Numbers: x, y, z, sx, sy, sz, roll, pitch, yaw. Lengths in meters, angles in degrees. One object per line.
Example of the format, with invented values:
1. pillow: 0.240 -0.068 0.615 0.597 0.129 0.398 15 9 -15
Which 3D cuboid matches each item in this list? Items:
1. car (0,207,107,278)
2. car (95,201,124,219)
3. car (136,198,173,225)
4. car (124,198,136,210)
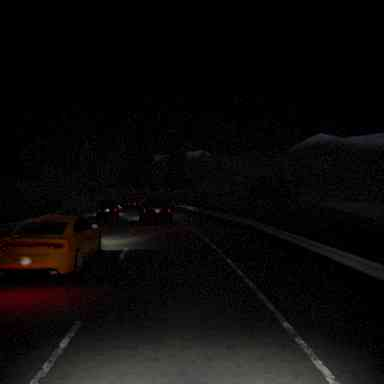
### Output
1. car: -4.069 1.453 10.175 1.882 1.535 5.008 0 0 -5
2. car: -7.173 1.474 28.229 2.033 1.411 5.357 0 0 -14
3. car: -2.679 1.283 23.947 2.097 1.767 4.553 0 0 -11
4. car: -7.573 1.435 41.222 2.033 1.411 5.357 0 0 -20
